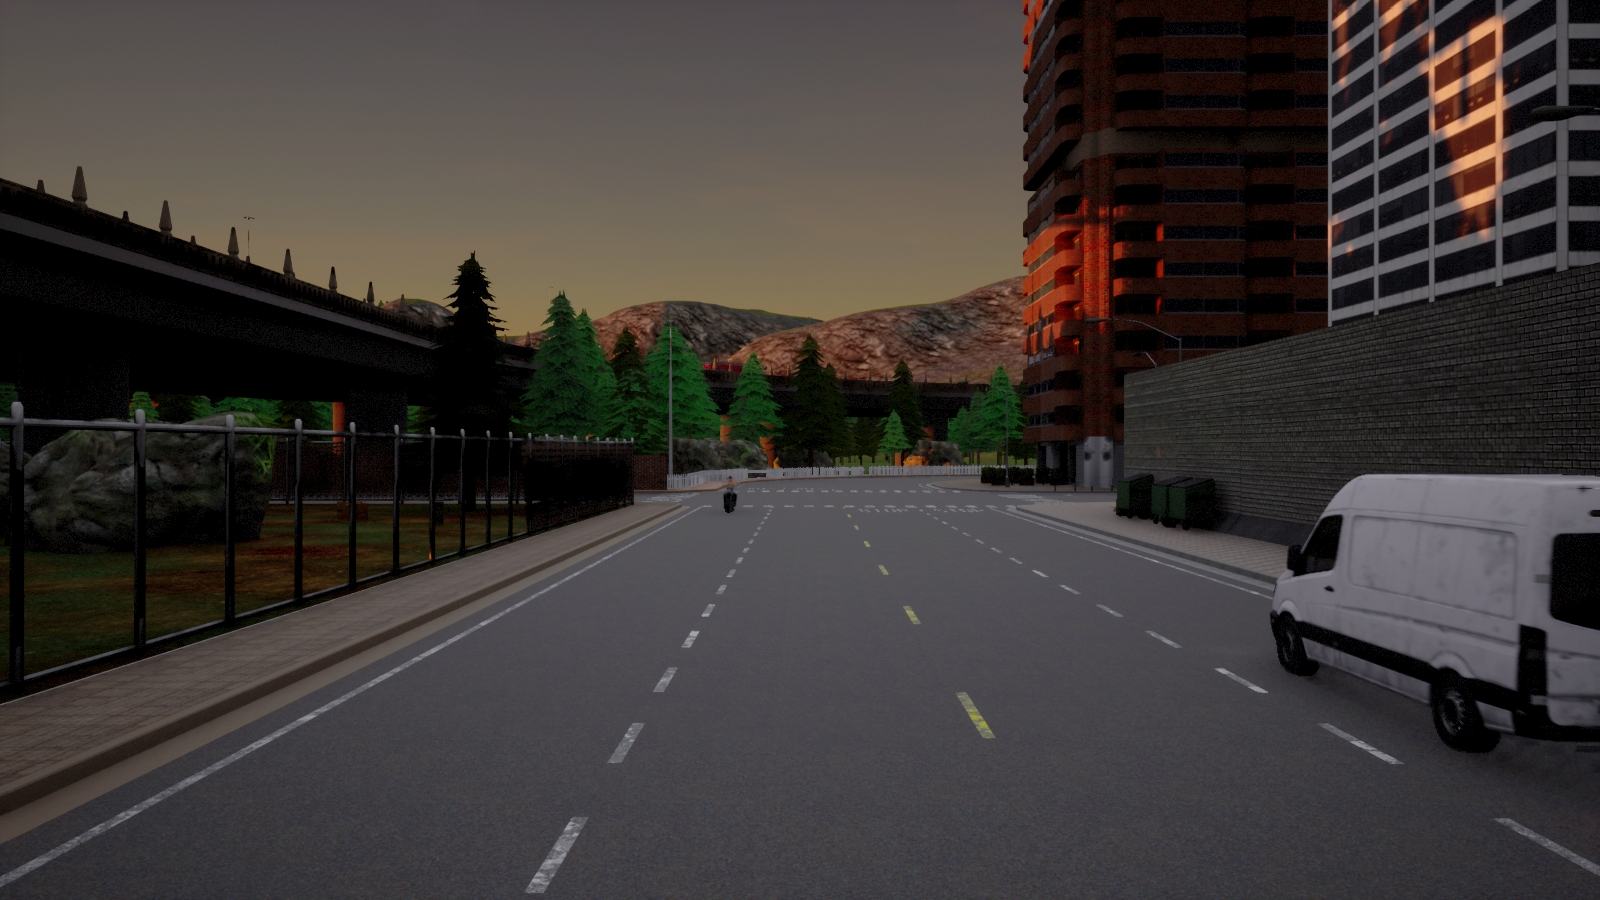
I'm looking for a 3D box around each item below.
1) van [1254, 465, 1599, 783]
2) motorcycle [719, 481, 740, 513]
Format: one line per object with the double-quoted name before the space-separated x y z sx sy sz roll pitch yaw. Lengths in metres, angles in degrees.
"van" 7.083 1.479 12.420 1.988 2.561 5.915 0 0 0
"motorcycle" -3.146 2.099 51.265 0.764 1.307 2.356 0 0 0
